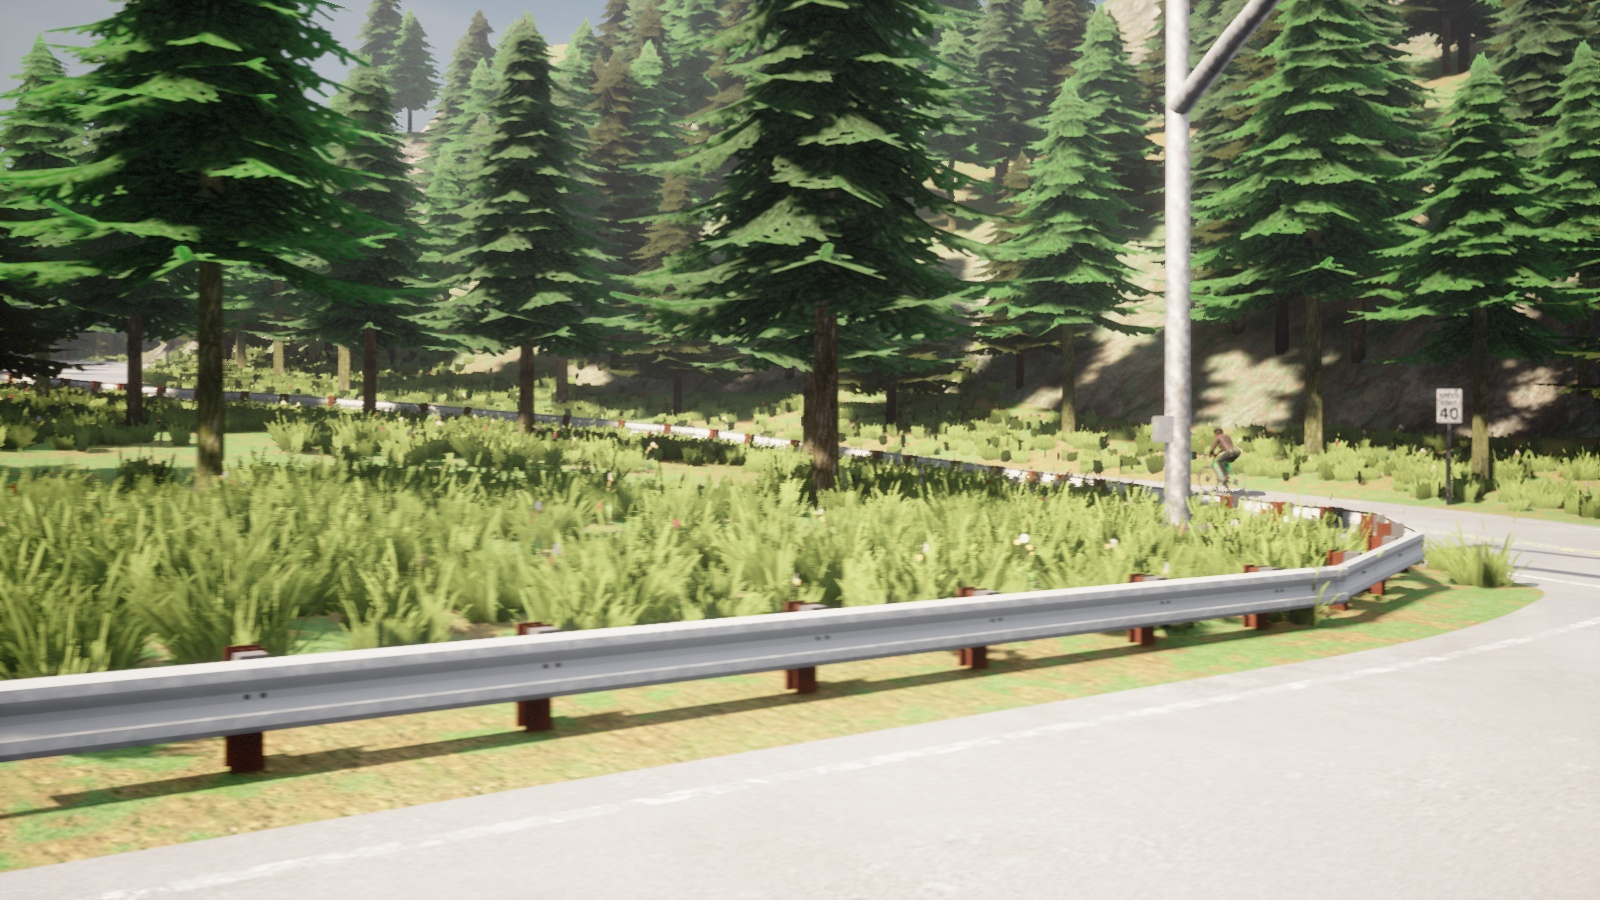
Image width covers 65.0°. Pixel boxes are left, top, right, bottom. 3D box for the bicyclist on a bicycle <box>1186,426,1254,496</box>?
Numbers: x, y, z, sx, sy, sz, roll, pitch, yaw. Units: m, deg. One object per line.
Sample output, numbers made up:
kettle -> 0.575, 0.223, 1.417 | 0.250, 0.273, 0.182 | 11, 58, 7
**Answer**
bicyclist on a bicycle -> 10.155, 0.240, 30.396 | 0.582, 1.620, 1.656 | -1, 3, -23
